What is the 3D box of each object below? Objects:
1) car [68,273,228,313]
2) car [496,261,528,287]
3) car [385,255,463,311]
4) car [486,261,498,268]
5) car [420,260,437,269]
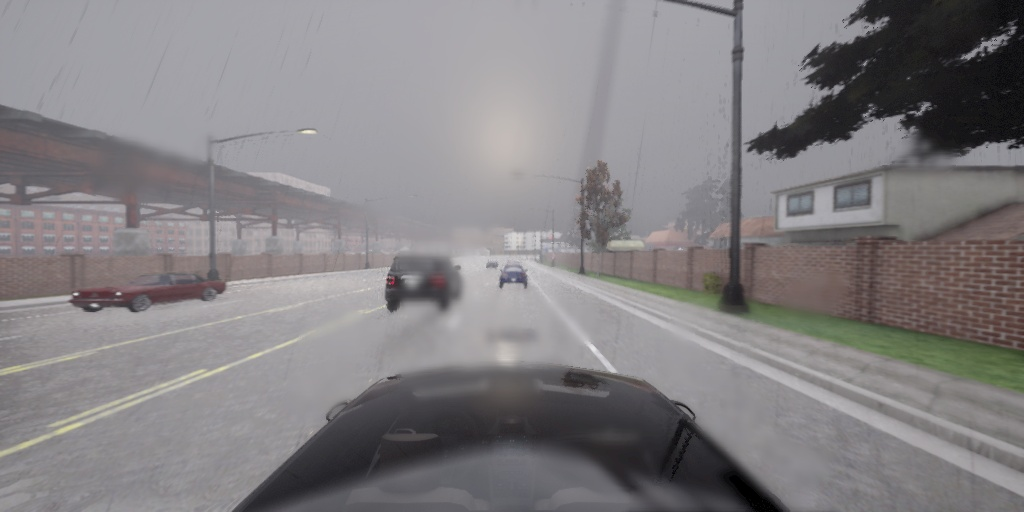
[{"bbox_3d":[-14.096,1.368,14.323,1.895,1.301,4.718,0,0,0],"label":"car"},{"bbox_3d":[0.102,1.307,24.430,1.812,1.442,4.674,0,0,0],"label":"car"},{"bbox_3d":[-3.352,0.989,14.590,2.150,2.045,5.566,0,0,0],"label":"car"},{"bbox_3d":[-3.398,1.436,62.807,1.895,1.301,4.718,0,0,0],"label":"car"},{"bbox_3d":[-13.995,1.353,60.288,1.837,1.490,4.892,0,0,0],"label":"car"}]
